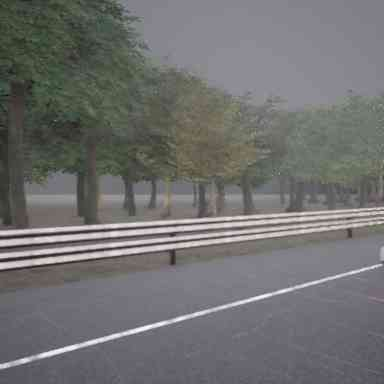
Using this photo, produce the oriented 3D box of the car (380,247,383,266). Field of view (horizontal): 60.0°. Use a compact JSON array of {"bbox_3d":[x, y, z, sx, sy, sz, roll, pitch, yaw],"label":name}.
[{"bbox_3d":[7.060,1.574,8.834,4.718,1.301,1.895,0,0,-35],"label":"car"}]
